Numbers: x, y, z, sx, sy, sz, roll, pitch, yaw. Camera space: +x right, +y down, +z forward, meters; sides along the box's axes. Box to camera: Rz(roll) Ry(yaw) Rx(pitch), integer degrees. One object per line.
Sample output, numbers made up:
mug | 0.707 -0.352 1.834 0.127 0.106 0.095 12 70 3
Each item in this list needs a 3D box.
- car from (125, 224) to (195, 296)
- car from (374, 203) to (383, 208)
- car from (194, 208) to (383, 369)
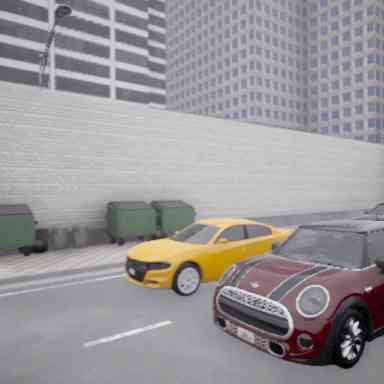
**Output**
car | 0.700 1.461 8.805 5.008 1.535 1.882 -1 0 -36
car | 8.996 1.253 14.762 4.553 1.767 2.097 -1 0 -36
car | 2.545 1.324 5.822 4.553 1.767 2.097 -1 0 -36
